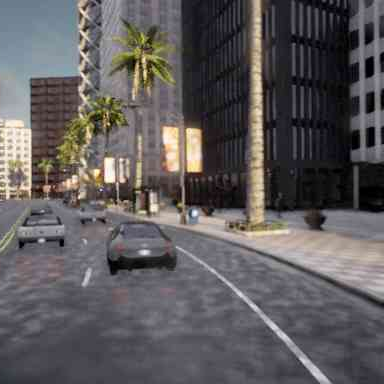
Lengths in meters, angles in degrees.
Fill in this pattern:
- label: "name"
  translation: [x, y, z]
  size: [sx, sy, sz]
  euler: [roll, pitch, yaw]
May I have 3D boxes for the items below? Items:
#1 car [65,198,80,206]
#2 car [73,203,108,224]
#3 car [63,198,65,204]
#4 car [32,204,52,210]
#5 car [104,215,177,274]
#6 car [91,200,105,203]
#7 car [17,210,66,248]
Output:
- label: "car"
  translation: [-24.301, 1.940, 68.621]
  size: [2.185, 1.767, 4.553]
  euler: [0, 0, -25]
- label: "car"
  translation: [-8.338, 1.821, 27.270]
  size: [1.895, 1.301, 4.718]
  euler: [0, 0, -25]
- label: "car"
  translation: [-33.291, 2.288, 88.623]
  size: [2.161, 1.482, 4.786]
  euler: [0, 0, -25]
- label: "car"
  translation: [-15.526, 1.891, 34.431]
  size: [1.994, 1.385, 4.181]
  euler: [0, 0, -25]
- label: "car"
  translation: [-1.795, 1.638, 11.026]
  size: [1.994, 1.385, 4.181]
  euler: [0, 0, -15]
- label: "car"
  translation: [-11.890, 1.811, 41.996]
  size: [2.231, 1.521, 4.892]
  euler: [0, 0, -25]
- label: "car"
  translation: [-7.096, 1.752, 15.910]
  size: [1.895, 1.301, 4.718]
  euler: [0, 0, -22]
